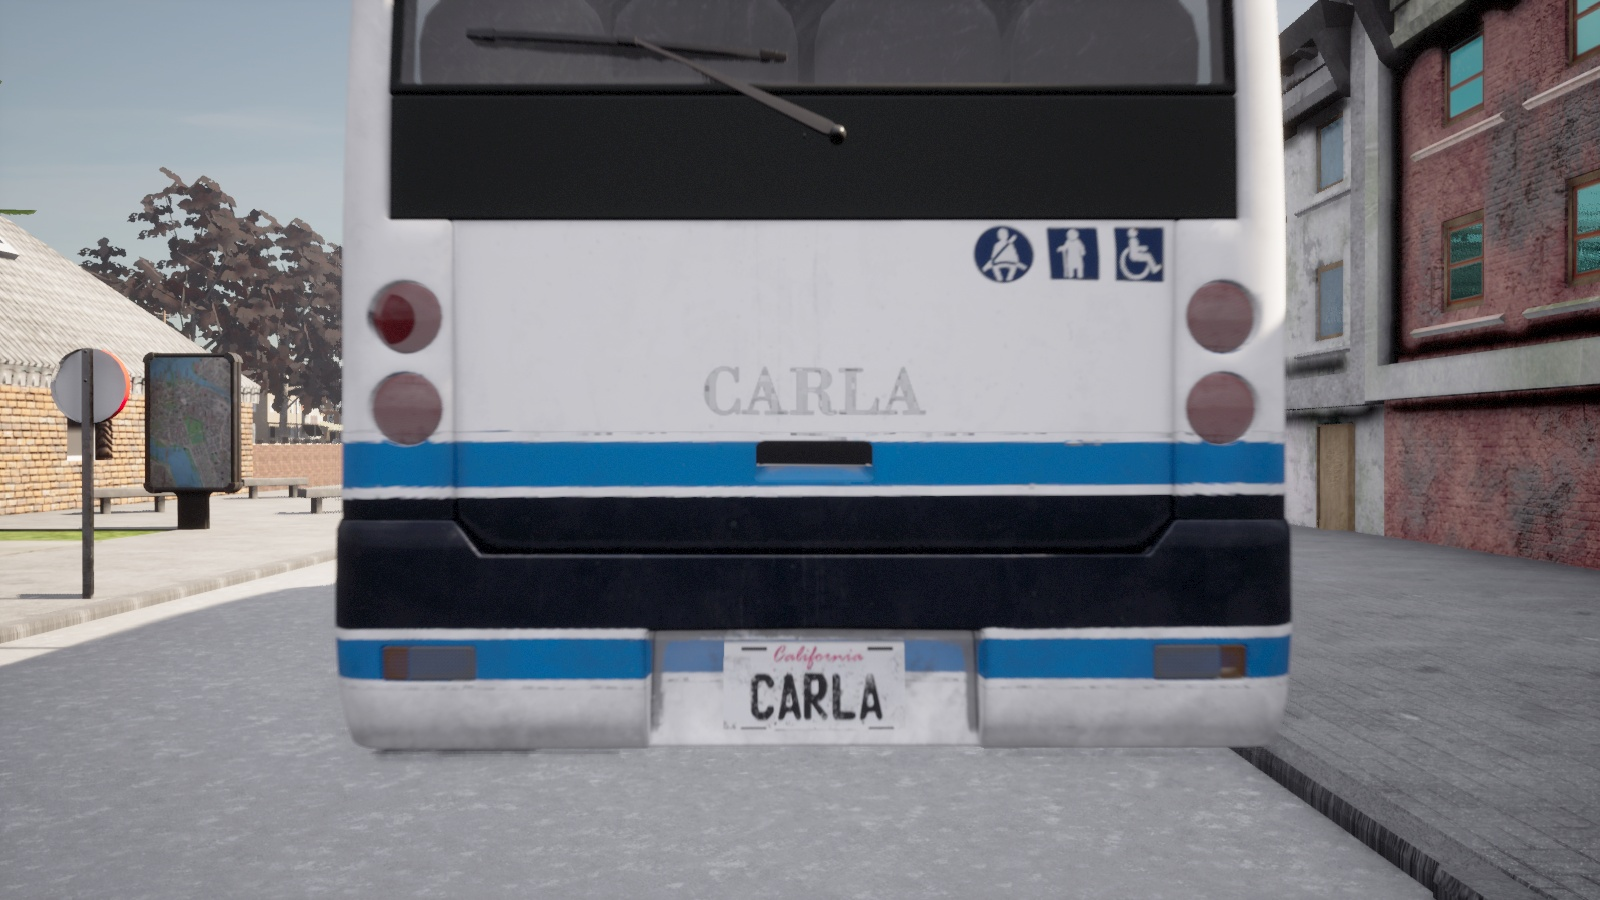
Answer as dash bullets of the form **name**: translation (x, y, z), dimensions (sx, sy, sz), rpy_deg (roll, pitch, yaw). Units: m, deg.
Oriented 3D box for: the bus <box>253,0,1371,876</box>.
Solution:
- **bus**: translation (0.024, -0.683, 9.580), dimensions (3.944, 4.253, 10.273), rpy_deg (0, 1, 0)
